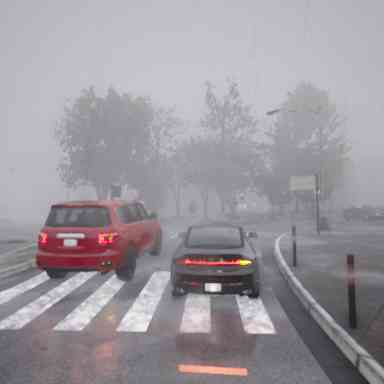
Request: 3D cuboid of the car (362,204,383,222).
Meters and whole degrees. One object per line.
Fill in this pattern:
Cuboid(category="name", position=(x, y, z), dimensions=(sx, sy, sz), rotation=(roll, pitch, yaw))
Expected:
Cuboid(category="car", position=(16.711, 1.757, 28.018), dimensions=(4.181, 1.385, 1.994), rotation=(0, -3, -32))

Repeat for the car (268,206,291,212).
Cuboid(category="car", position=(19.169, 3.894, 72.890), dimensions=(4.902, 1.511, 2.128), rotation=(-3, -5, 37))

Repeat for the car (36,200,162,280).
Cuboid(category="car", position=(-2.434, 1.245, 10.184), dimensions=(2.150, 2.045, 5.566), rotation=(-1, 0, 7))

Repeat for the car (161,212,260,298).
Cuboid(category="car", position=(0.635, 1.495, 8.521), dimensions=(1.837, 1.490, 4.892), rotation=(-1, 0, 6))

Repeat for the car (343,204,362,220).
Cuboid(category="car", position=(16.414, 1.865, 31.699), dimensions=(5.008, 1.535, 1.882), rotation=(-1, -3, -35))
